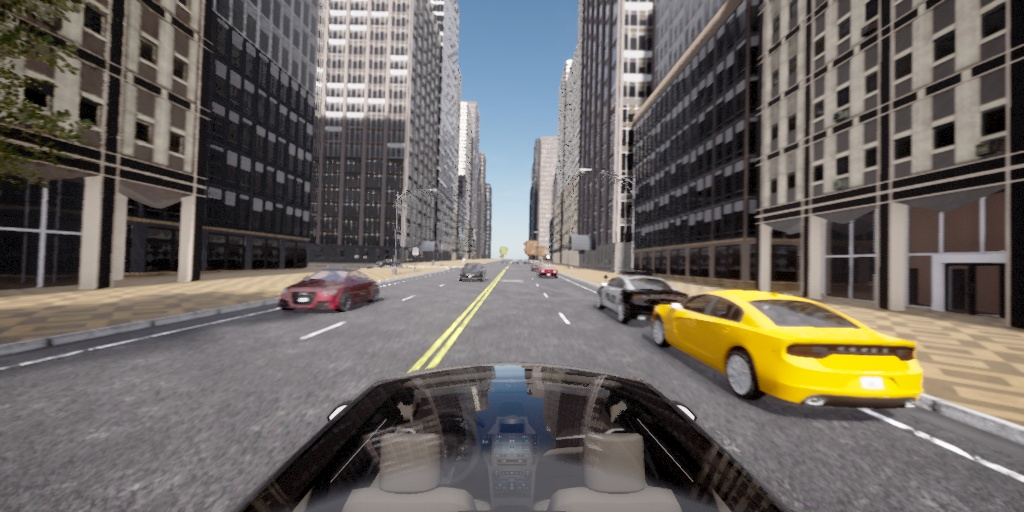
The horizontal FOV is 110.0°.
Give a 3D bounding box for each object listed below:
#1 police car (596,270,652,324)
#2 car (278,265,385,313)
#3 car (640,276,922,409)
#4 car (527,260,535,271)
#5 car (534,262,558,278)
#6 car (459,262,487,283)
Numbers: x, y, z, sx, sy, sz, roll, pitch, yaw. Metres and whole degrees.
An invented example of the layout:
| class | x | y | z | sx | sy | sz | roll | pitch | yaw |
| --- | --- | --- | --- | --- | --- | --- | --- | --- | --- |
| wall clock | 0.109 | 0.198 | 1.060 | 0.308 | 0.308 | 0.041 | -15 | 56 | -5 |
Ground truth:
| class | x | y | z | sx | sy | sz | roll | pitch | yaw |
| --- | --- | --- | --- | --- | --- | --- | --- | --- | --- |
| police car | 4.370 | 1.340 | 12.855 | 1.930 | 1.638 | 5.238 | 2 | 0 | 1 |
| car | -6.454 | 1.173 | 13.127 | 1.994 | 1.385 | 4.181 | 2 | 0 | 1 |
| car | 4.311 | 1.368 | 6.744 | 1.882 | 1.535 | 5.008 | 2 | 0 | 1 |
| car | 3.780 | 1.595 | 53.869 | 2.033 | 1.411 | 5.357 | 2 | 0 | 1 |
| car | 3.695 | 1.588 | 37.880 | 1.895 | 1.301 | 4.718 | 2 | 0 | 1 |
| car | -3.046 | 1.268 | 28.633 | 1.837 | 1.490 | 4.892 | 2 | -1 | 1 |
